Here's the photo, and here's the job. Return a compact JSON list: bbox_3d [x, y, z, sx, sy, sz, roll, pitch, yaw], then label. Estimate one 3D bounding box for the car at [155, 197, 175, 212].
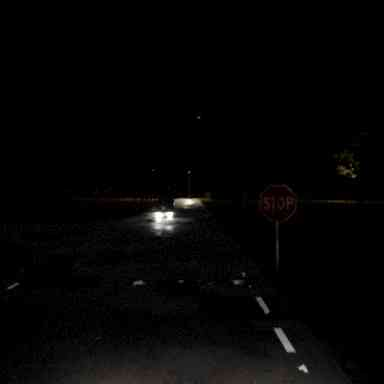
[{"bbox_3d":[-2.792,1.268,34.882,2.128,1.511,4.902,0,1,0],"label":"car"}]
